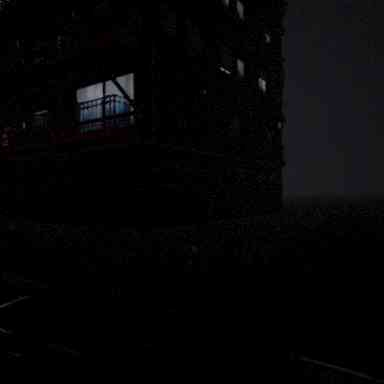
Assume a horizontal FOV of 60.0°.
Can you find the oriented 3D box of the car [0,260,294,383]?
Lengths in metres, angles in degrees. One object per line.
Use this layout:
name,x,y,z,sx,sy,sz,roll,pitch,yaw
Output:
car,-1.090,1.580,3.654,4.313,1.339,1.947,0,0,36
